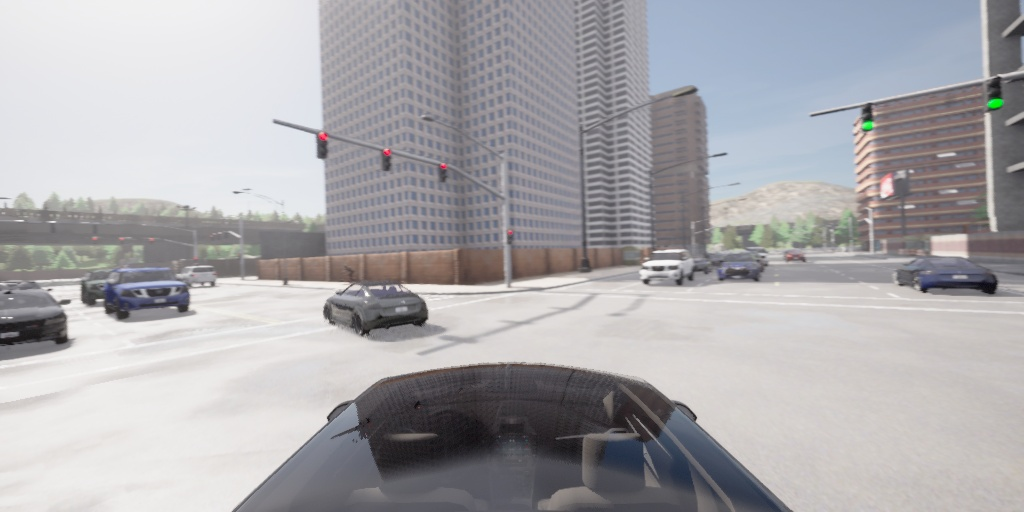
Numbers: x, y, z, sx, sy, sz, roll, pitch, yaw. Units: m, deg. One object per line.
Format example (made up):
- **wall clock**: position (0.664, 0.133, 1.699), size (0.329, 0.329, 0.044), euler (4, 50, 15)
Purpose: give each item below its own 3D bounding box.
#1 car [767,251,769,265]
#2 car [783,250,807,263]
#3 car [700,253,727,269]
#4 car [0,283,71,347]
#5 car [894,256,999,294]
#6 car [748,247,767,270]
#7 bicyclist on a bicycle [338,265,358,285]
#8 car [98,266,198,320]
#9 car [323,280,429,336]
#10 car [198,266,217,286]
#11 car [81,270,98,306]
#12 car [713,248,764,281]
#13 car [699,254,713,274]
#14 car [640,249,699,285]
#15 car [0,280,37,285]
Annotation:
- **car**: position (25.753, 0.055, 37.971), size (2.150, 2.045, 5.566), euler (-2, 0, 37)
- **car**: position (34.174, 0.063, 43.290), size (1.812, 1.442, 4.674), euler (-2, 0, 37)
- **car**: position (21.421, 0.490, 38.024), size (1.837, 1.490, 4.892), euler (-2, 0, 37)
- **car**: position (-14.267, 1.724, 10.222), size (5.008, 1.535, 1.882), euler (-2, 0, 36)
- **car**: position (17.483, 0.696, 14.679), size (1.994, 1.385, 4.181), euler (-2, 0, 36)
- **car**: position (19.541, 0.406, 29.640), size (2.097, 1.767, 4.553), euler (-2, 0, 36)
- **bicyclist on a bicycle**: position (-13.005, 1.495, 28.406), size (0.582, 1.620, 1.656), euler (-2, 0, 36)
- **car**: position (-16.547, 1.545, 16.183), size (5.566, 2.045, 2.150), euler (-2, 0, 36)
- **car**: position (-4.341, 1.462, 11.179), size (1.994, 1.385, 4.181), euler (-2, 0, -42)
- **car**: position (-31.443, 2.058, 35.709), size (5.566, 2.045, 2.150), euler (-2, 0, 36)
- **car**: position (-24.827, 1.832, 22.182), size (5.566, 2.045, 2.150), euler (-2, 0, 36)
- **car**: position (14.354, 0.591, 22.600), size (2.097, 1.767, 4.553), euler (-2, 0, 36)
- **car**: position (15.338, 0.765, 29.835), size (1.994, 1.385, 4.181), euler (-2, 0, 36)
- **car**: position (9.751, 0.621, 22.245), size (2.150, 2.045, 5.566), euler (-2, 0, 36)
- **car**: position (-21.765, 1.858, 15.645), size (4.553, 1.767, 2.097), euler (-2, 0, 36)
